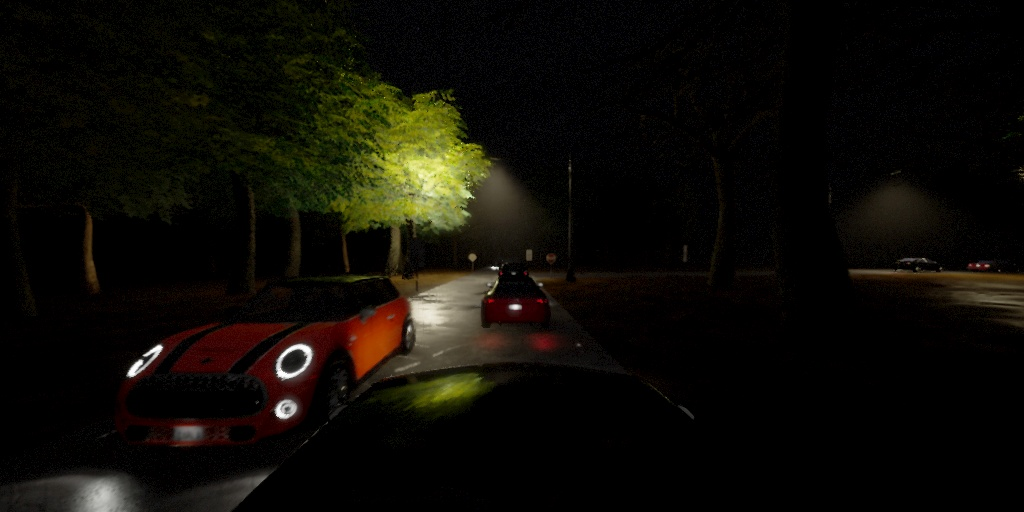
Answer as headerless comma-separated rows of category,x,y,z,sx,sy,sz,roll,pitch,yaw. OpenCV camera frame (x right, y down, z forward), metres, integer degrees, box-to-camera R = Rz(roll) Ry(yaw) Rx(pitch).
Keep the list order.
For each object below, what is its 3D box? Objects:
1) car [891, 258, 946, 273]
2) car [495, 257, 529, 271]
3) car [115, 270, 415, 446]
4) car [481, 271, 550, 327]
car,42.484,0.956,37.426,4.902,1.511,2.128,0,1,-7
car,0.107,1.165,25.070,2.097,1.767,4.553,0,0,0
car,-3.095,1.115,5.679,2.097,1.767,4.553,0,0,0
car,0.098,1.348,11.647,1.994,1.385,4.181,0,0,0
